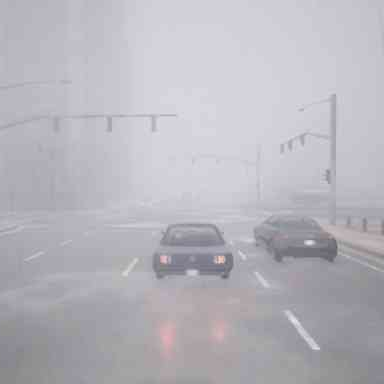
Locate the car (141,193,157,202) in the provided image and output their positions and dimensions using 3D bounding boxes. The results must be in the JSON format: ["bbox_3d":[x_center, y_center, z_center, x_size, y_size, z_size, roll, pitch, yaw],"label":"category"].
[{"bbox_3d":[-8.028,1.042,60.594,1.837,1.490,4.892,0,1,0],"label":"car"}]

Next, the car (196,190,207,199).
[{"bbox_3d":[2.297,0.623,77.787,2.150,2.045,5.566,0,0,-1],"label":"car"}]

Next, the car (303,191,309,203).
[{"bbox_3d":[24.279,0.929,64.279,3.905,1.438,1.784,0,0,0],"label":"car"}]

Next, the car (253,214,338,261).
[{"bbox_3d":[3.489,1.471,11.932,1.994,1.385,4.181,0,0,-1],"label":"car"}]

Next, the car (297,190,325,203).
[{"bbox_3d":[24.215,0.698,66.961,4.605,1.855,1.932,0,0,0],"label":"car"}]

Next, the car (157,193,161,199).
[{"bbox_3d":[-8.183,0.944,76.118,2.128,1.511,4.902,0,0,-1],"label":"car"}]

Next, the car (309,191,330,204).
[{"bbox_3d":[24.294,0.983,61.385,3.806,1.475,1.970,0,0,0],"label":"car"}]

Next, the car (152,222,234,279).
[{"bbox_3d":[0.011,1.526,9.731,1.895,1.301,4.718,0,0,0],"label":"car"}]

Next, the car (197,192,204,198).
[{"bbox_3d":[2.169,0.715,88.179,1.812,1.442,4.674,0,0,-1],"label":"car"}]

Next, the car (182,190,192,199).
[{"bbox_3d":[-1.202,0.623,77.744,2.150,2.045,5.566,0,0,-1],"label":"car"}]

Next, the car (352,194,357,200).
[{"bbox_3d":[39.295,0.844,75.490,3.905,1.438,1.784,0,0,0],"label":"car"}]

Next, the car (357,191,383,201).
[{"bbox_3d":[39.246,0.655,72.592,4.605,1.855,1.932,0,0,0],"label":"car"}]
